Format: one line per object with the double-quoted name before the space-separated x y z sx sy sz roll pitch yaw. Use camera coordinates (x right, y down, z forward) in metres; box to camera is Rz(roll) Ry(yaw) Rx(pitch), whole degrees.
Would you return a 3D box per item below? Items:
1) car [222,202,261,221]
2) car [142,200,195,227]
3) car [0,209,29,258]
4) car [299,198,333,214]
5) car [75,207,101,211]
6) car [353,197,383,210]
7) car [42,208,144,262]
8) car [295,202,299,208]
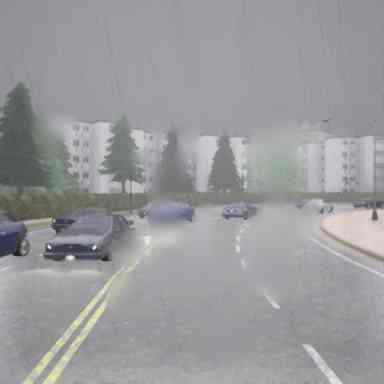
"car" 4.103 1.501 27.148 2.033 1.411 5.357 0 0 26
"car" -1.272 1.439 23.001 1.882 1.535 5.008 0 0 19
"car" -6.864 1.335 9.839 2.097 1.767 4.553 0 0 3
"car" 13.048 1.467 34.301 1.812 1.442 4.674 0 0 39
"car" -5.935 1.569 19.075 1.895 1.301 4.718 0 0 12
"car" 22.676 1.418 42.524 4.902 1.511 2.128 0 0 -30
"car" -3.429 1.527 12.354 2.033 1.411 5.357 0 0 3
"car" 14.897 1.477 41.231 5.357 1.411 2.033 0 0 -41
